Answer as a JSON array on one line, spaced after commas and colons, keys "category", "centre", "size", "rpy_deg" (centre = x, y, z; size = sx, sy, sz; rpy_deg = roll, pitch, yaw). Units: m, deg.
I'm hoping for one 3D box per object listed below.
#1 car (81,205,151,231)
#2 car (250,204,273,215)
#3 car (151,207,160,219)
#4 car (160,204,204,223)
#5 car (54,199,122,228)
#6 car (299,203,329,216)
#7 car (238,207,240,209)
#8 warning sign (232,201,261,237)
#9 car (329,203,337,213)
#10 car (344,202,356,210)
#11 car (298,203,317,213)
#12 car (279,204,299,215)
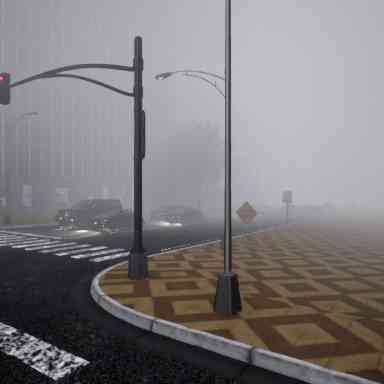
[{"category": "car", "centre": [-5.194, 1.883, 23.270], "size": [1.994, 1.385, 4.181], "rpy_deg": [0, -1, 33]}, {"category": "car", "centre": [9.551, 2.407, 46.189], "size": [1.895, 1.301, 4.718], "rpy_deg": [0, -1, 33]}, {"category": "car", "centre": [-2.277, 2.007, 33.828], "size": [1.837, 1.490, 4.892], "rpy_deg": [0, -1, 33]}, {"category": "car", "centre": [-0.598, 2.035, 30.438], "size": [1.994, 1.385, 4.181], "rpy_deg": [0, -1, 32]}, {"category": "car", "centre": [-7.643, 1.547, 25.467], "size": [2.150, 2.045, 5.566], "rpy_deg": [0, -1, 33]}, {"category": "car", "centre": [16.458, 2.406, 44.704], "size": [2.033, 1.411, 5.357], "rpy_deg": [0, -1, 33]}, {"category": "car", "centre": [8.706, 2.465, 50.841], "size": [1.895, 1.301, 4.718], "rpy_deg": [0, -1, 33]}, {"category": "warning sign", "centre": [3.052, 1.454, 18.587], "size": [1.300, 1.860, 1.060], "rpy_deg": [1, 1, 33]}, {"category": "car", "centre": [21.748, 2.537, 53.041], "size": [1.837, 1.490, 4.892], "rpy_deg": [0, -1, 33]}, {"category": "car", "centre": [31.403, 2.770, 65.984], "size": [1.801, 1.575, 5.366], "rpy_deg": [0, -1, 33]}, {"category": "car", "centre": [19.012, 2.593, 54.795], "size": [1.994, 1.385, 4.181], "rpy_deg": [0, -1, 33]}, {"category": "car", "centre": [13.493, 2.373, 46.108], "size": [1.812, 1.442, 4.674], "rpy_deg": [0, -1, 33]}]
